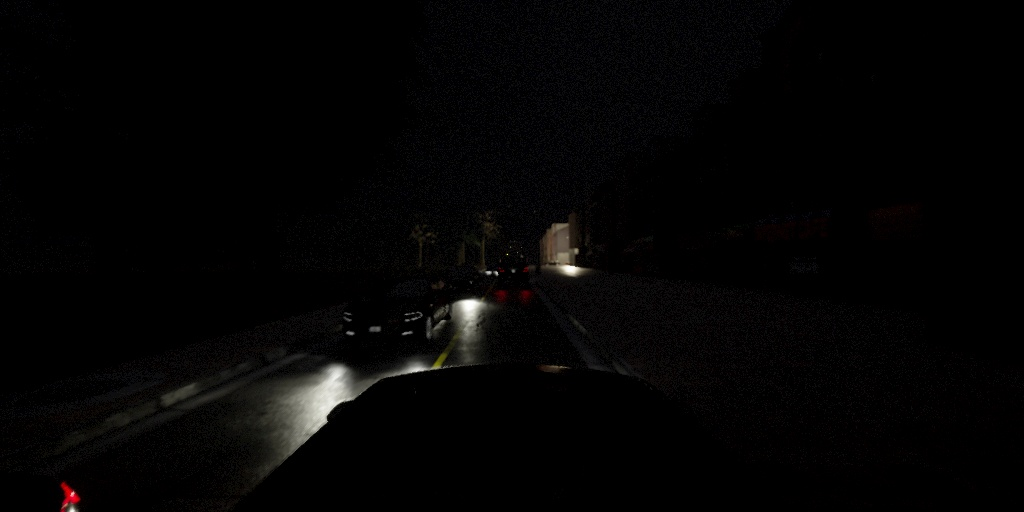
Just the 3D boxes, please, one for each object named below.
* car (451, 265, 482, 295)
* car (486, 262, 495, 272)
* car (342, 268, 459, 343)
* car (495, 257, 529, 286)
[{"bbox_3d":[-2.814,1.295,20.373,1.882,1.535,5.008,0,0,1],"label":"car"},{"bbox_3d":[-2.834,1.643,54.880,2.033,1.411,5.357,0,-1,1],"label":"car"},{"bbox_3d":[-2.848,1.249,9.934,1.882,1.535,5.008,0,0,0],"label":"car"},{"bbox_3d":[0.088,1.075,26.199,2.150,2.045,5.566,0,0,0],"label":"car"}]
